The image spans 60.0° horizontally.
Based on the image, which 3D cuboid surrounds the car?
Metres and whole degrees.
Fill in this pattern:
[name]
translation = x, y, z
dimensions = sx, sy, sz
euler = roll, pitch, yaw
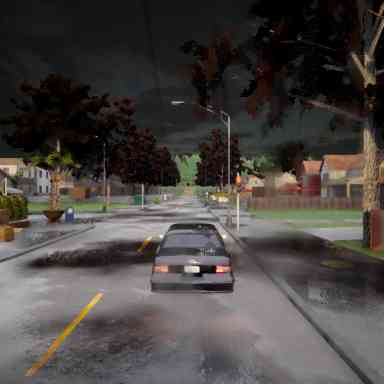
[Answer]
[car]
translation = 0.017, 1.547, 8.962
dimensions = 2.033, 1.411, 5.357
euler = 0, 0, 0
